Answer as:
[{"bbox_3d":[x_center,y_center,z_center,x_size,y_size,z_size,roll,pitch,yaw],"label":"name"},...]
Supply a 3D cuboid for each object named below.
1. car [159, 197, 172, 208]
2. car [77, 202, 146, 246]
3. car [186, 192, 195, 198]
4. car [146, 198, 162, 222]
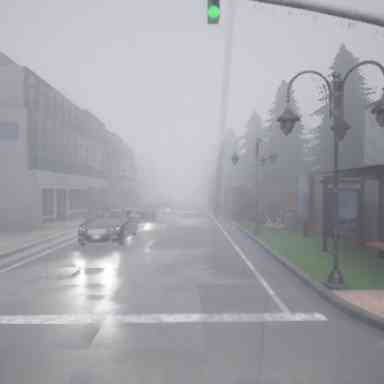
[{"bbox_3d":[-3.547,1.307,42.715,2.033,1.411,5.357,0,0,1],"label":"car"},{"bbox_3d":[-3.602,1.407,14.958,2.128,1.511,4.902,0,0,0],"label":"car"},{"bbox_3d":[-0.395,0.843,88.321,1.837,1.490,4.892,0,0,-9],"label":"car"},{"bbox_3d":[-3.602,1.424,24.941,1.994,1.385,4.181,0,0,0],"label":"car"}]
